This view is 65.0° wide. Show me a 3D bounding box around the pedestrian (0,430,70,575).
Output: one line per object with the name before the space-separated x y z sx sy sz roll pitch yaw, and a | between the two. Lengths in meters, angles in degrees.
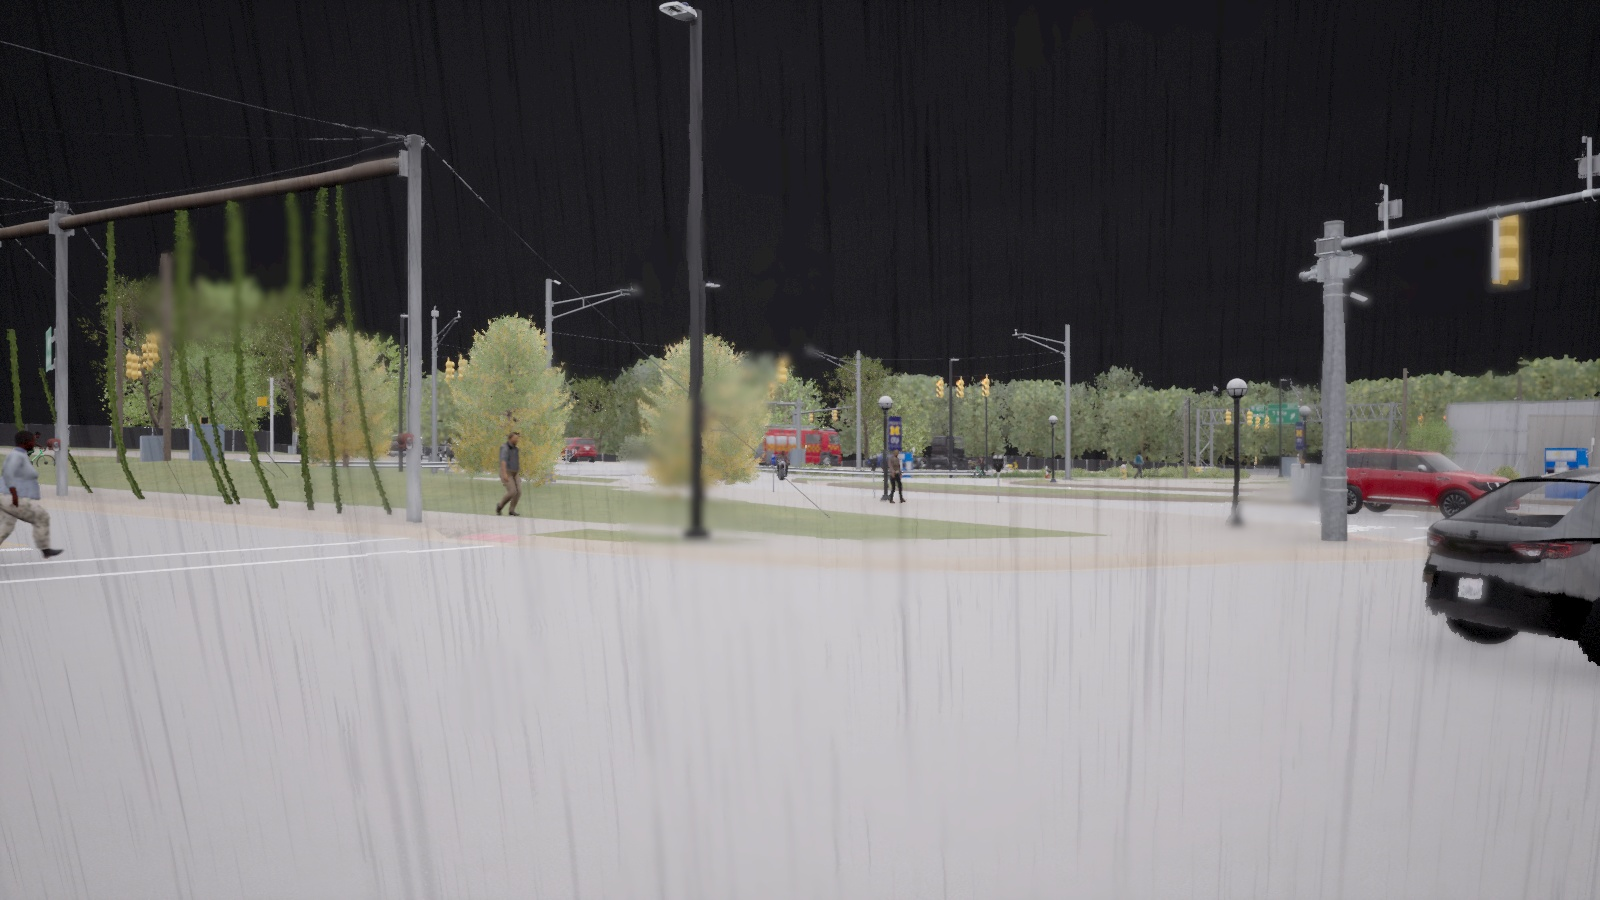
pedestrian | -10.288 0.669 16.570 0.874 1.855 0.900 0 0 42

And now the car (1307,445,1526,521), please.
car | 18.649 0.938 38.240 2.150 2.045 5.566 0 1 -38

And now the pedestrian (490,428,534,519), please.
pedestrian | -5.994 0.481 26.106 0.694 1.848 0.540 0 0 30

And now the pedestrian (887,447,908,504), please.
pedestrian | 3.192 0.831 41.130 0.331 1.846 0.634 0 0 -34

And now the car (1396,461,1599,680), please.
car | 7.125 0.819 9.727 4.193 1.474 1.816 -1 -1 -7
